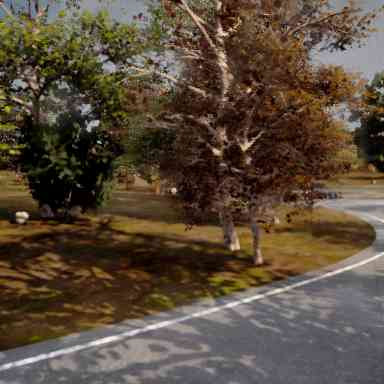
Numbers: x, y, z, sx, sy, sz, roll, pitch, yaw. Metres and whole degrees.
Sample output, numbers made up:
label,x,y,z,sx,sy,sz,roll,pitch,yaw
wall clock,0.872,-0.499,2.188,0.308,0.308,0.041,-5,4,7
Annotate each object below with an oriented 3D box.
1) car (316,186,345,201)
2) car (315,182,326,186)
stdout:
label,x,y,z,sx,sy,sz,roll,pitch,yaw
car,15.511,0.323,39.091,1.895,1.301,4.718,-4,2,-20
car,22.349,-1.018,60.645,4.892,1.490,1.837,-5,2,-31
